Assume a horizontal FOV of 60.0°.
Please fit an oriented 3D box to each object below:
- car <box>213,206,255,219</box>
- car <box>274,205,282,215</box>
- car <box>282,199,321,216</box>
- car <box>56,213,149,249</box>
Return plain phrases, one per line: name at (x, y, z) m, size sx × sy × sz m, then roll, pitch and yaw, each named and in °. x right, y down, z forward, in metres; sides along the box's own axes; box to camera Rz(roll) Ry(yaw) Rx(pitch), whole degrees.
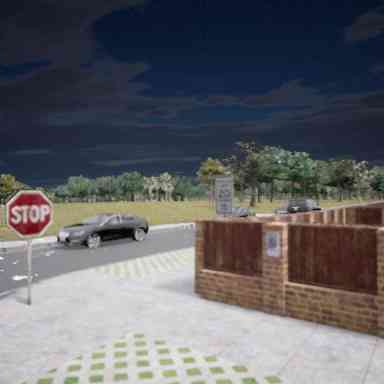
car at (3.544, 1.955, 27.459) m, size 2.128 × 1.511 × 4.902 m, roll -1°, pitch -1°, yaw 35°
car at (10.904, 2.099, 37.903) m, size 2.128 × 1.511 × 4.902 m, roll -1°, pitch -1°, yaw 35°
car at (11.276, 1.735, 33.365) m, size 2.150 × 2.045 × 5.566 m, roll -1°, pitch -1°, yaw 35°
car at (-4.221, 1.800, 16.417) m, size 2.128 × 1.511 × 4.902 m, roll -1°, pitch -1°, yaw 35°
